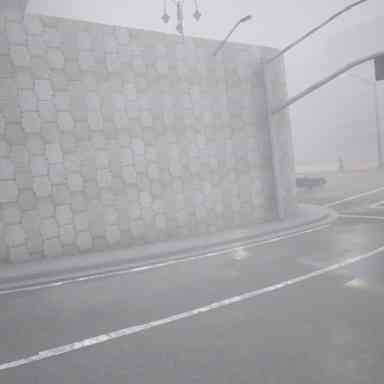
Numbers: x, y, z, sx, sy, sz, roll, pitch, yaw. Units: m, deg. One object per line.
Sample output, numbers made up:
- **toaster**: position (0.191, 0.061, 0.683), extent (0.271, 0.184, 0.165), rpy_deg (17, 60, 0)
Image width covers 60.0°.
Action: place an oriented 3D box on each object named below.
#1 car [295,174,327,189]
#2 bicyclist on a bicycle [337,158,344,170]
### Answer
- **car**: position (10.001, -1.018, 30.959), extent (1.895, 1.301, 4.718), rpy_deg (-11, 6, -35)
- **bicyclist on a bicycle**: position (20.048, -3.826, 44.883), extent (1.656, 1.620, 0.582), rpy_deg (-11, 6, -35)
